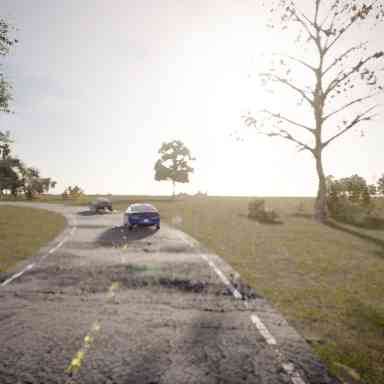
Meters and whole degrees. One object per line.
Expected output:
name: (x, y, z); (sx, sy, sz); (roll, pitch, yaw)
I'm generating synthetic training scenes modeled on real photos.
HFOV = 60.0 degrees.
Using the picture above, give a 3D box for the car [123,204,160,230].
car: (-3.291, 1.485, 21.342); (1.882, 1.535, 5.008); (0, 0, -16)

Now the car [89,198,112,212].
car: (-10.606, 1.492, 38.519); (1.837, 1.490, 4.892); (0, 0, -29)
